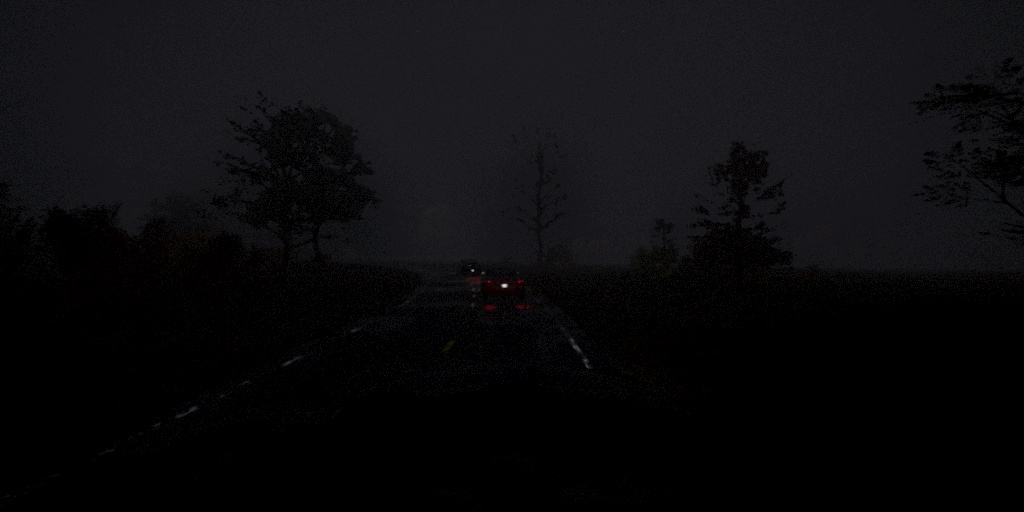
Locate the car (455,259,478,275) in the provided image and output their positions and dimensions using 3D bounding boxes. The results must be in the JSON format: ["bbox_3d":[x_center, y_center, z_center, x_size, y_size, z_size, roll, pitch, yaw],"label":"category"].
[{"bbox_3d":[-4.270,1.023,34.449,1.837,1.490,4.892,1,0,-18],"label":"car"}]

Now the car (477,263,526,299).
[{"bbox_3d":[-0.531,1.220,17.337,1.994,1.385,4.181,0,0,-6],"label":"car"}]
